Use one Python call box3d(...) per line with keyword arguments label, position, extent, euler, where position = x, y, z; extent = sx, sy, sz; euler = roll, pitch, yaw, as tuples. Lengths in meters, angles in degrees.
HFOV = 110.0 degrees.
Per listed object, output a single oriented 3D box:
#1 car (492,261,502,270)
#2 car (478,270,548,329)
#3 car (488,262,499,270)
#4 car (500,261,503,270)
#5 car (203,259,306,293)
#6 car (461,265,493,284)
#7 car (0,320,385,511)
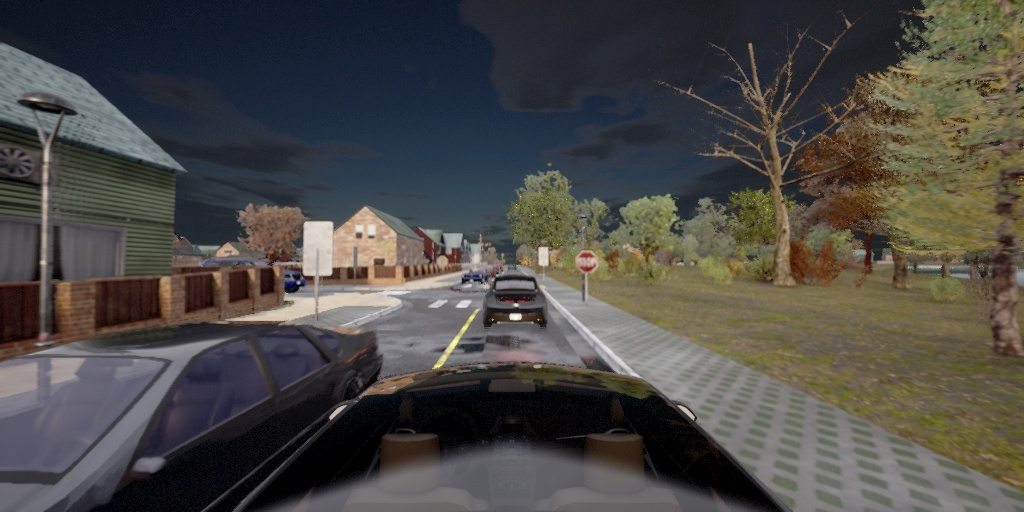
box3d(label="car", position=(-2.835, 1.914, 51.674), extent=(1.837, 1.490, 4.892), euler=(0, -1, 0))
box3d(label="car", position=(0.092, 1.376, 11.794), extent=(1.837, 1.490, 4.892), euler=(0, -1, 0))
box3d(label="car", position=(-2.839, 1.738, 41.261), extent=(1.882, 1.535, 5.008), euler=(0, -1, 0))
box3d(label="car", position=(-2.784, 1.821, 64.135), extent=(2.150, 2.045, 5.566), euler=(0, -1, 1))
box3d(label="car", position=(-15.112, 1.207, 20.873), extent=(5.566, 2.045, 2.150), euler=(0, -2, 2))
box3d(label="car", position=(-3.109, 1.724, 31.243), extent=(1.895, 1.301, 4.718), euler=(0, -1, 5))
box3d(label="car", position=(-2.767, 1.311, 2.848), extent=(2.033, 1.411, 5.357), euler=(0, -1, 1))
